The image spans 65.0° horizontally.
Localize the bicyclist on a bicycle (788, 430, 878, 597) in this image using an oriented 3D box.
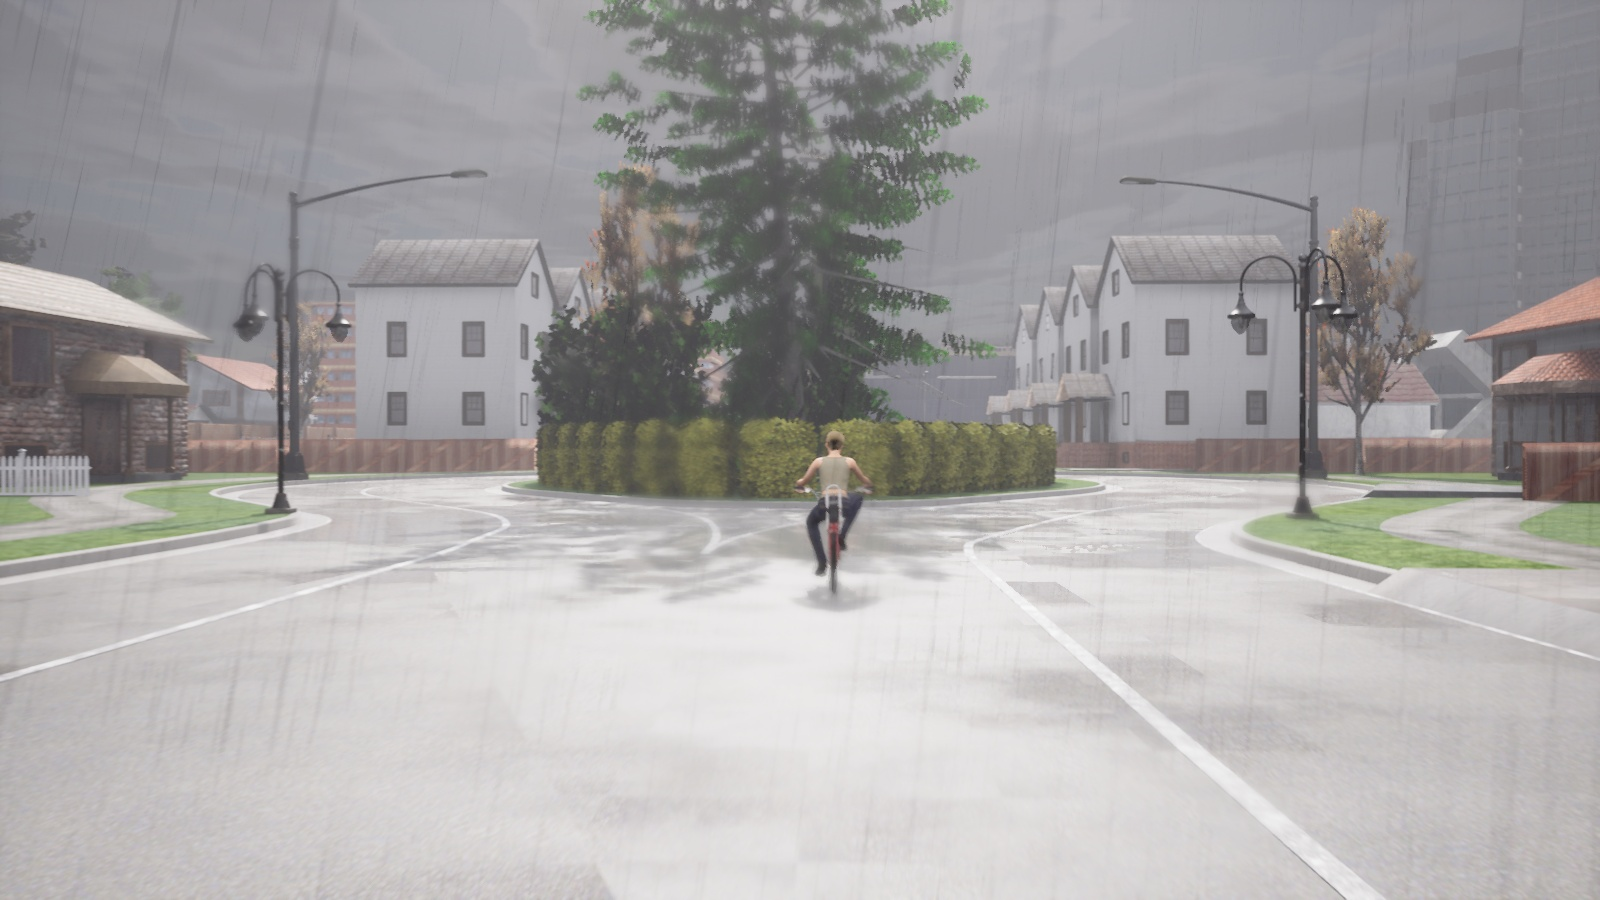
[{"bbox_3d":[0.344,0.608,12.871,0.866,1.612,1.509,0,0,2],"label":"bicyclist on a bicycle"}]
